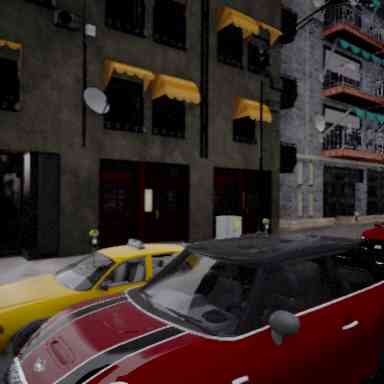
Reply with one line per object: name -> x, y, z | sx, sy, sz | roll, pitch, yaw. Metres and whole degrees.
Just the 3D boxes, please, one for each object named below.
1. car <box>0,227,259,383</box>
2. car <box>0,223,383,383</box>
car -> -1.201, 1.529, 5.692 | 4.829, 1.417, 1.752 | 0, 0, -35
car -> 0.511, 1.356, 3.709 | 4.553, 1.767, 2.097 | 0, 0, -36
